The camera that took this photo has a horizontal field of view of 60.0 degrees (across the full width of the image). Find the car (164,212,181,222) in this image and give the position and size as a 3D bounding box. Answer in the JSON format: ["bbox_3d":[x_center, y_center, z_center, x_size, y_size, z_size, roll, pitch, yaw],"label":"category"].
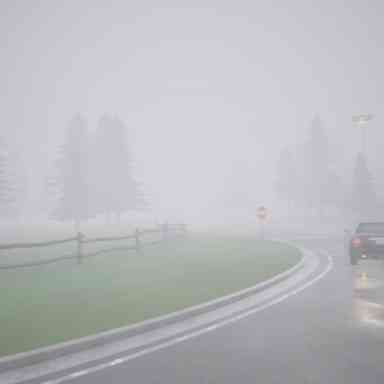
[{"bbox_3d":[-4.971,5.629,74.509,2.150,2.045,5.566,0,-4,-22],"label":"car"}]

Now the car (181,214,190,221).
[{"bbox_3d":[-2.169,5.814,76.900,2.097,1.767,4.553,0,-4,-22],"label":"car"}]

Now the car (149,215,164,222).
[{"bbox_3d":[-8.295,5.916,73.393,1.882,1.535,5.008,0,-4,-22],"label":"car"}]

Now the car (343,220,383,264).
[{"bbox_3d":[7.682,1.951,14.144,2.097,1.767,4.553,-3,-4,22],"label":"car"}]

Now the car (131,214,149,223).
[{"bbox_3d":[-11.504,5.930,72.004,1.882,1.535,5.008,0,-4,-22],"label":"car"}]
